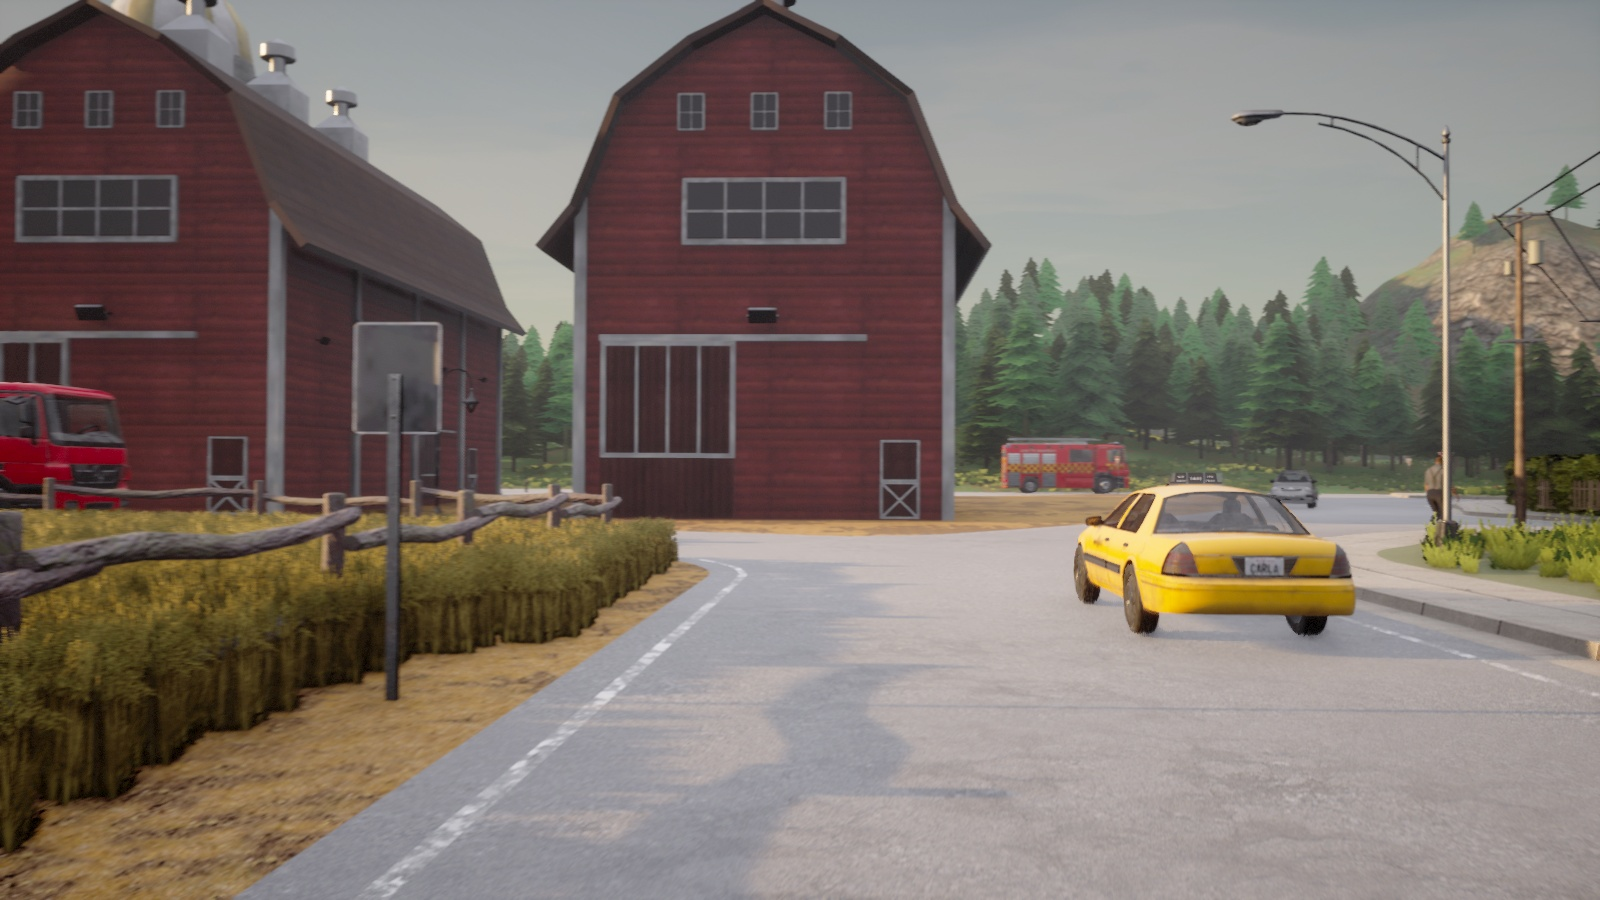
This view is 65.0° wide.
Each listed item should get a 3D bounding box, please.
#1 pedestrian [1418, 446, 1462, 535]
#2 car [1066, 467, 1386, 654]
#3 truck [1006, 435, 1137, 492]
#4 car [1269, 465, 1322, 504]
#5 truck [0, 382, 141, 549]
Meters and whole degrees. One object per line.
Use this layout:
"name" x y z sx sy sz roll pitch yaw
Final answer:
"pedestrian" 13.528 0.844 26.534 0.694 1.848 0.540 0 -1 -33
"car" 4.166 0.972 13.299 1.801 1.575 5.366 0 -1 3
"truck" 18.621 0.940 86.592 8.468 3.827 2.891 0 -1 3
"car" 21.054 1.435 53.317 1.851 1.617 3.988 -1 -1 25
"truck" -19.199 0.349 27.533 7.936 3.462 2.891 0 -1 0
